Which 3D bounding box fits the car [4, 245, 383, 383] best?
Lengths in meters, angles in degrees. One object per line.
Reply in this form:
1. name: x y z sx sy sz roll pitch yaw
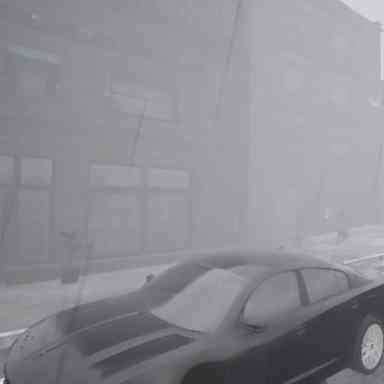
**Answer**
1. car: 0.546 1.497 4.072 5.008 1.535 1.882 0 0 -35
